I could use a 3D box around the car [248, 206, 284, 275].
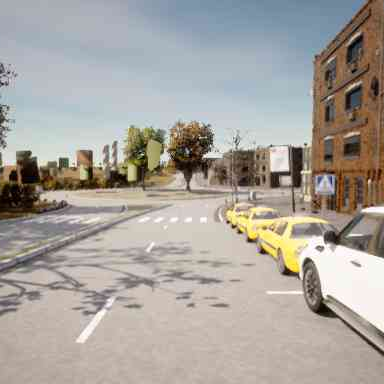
[{"bbox_3d":[3.225,1.420,10.107,1.946,1.575,5.366,0,0,0],"label":"car"}]

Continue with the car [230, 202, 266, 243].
[{"bbox_3d":[3.225,1.419,15.631,1.946,1.575,5.366,0,0,0],"label":"car"}]

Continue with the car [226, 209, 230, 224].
[{"bbox_3d":[3.235,1.421,21.154,1.946,1.575,5.366,0,0,0],"label":"car"}]

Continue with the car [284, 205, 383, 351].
[{"bbox_3d":[3.222,1.172,4.298,2.435,2.045,5.566,0,0,0],"label":"car"}]
